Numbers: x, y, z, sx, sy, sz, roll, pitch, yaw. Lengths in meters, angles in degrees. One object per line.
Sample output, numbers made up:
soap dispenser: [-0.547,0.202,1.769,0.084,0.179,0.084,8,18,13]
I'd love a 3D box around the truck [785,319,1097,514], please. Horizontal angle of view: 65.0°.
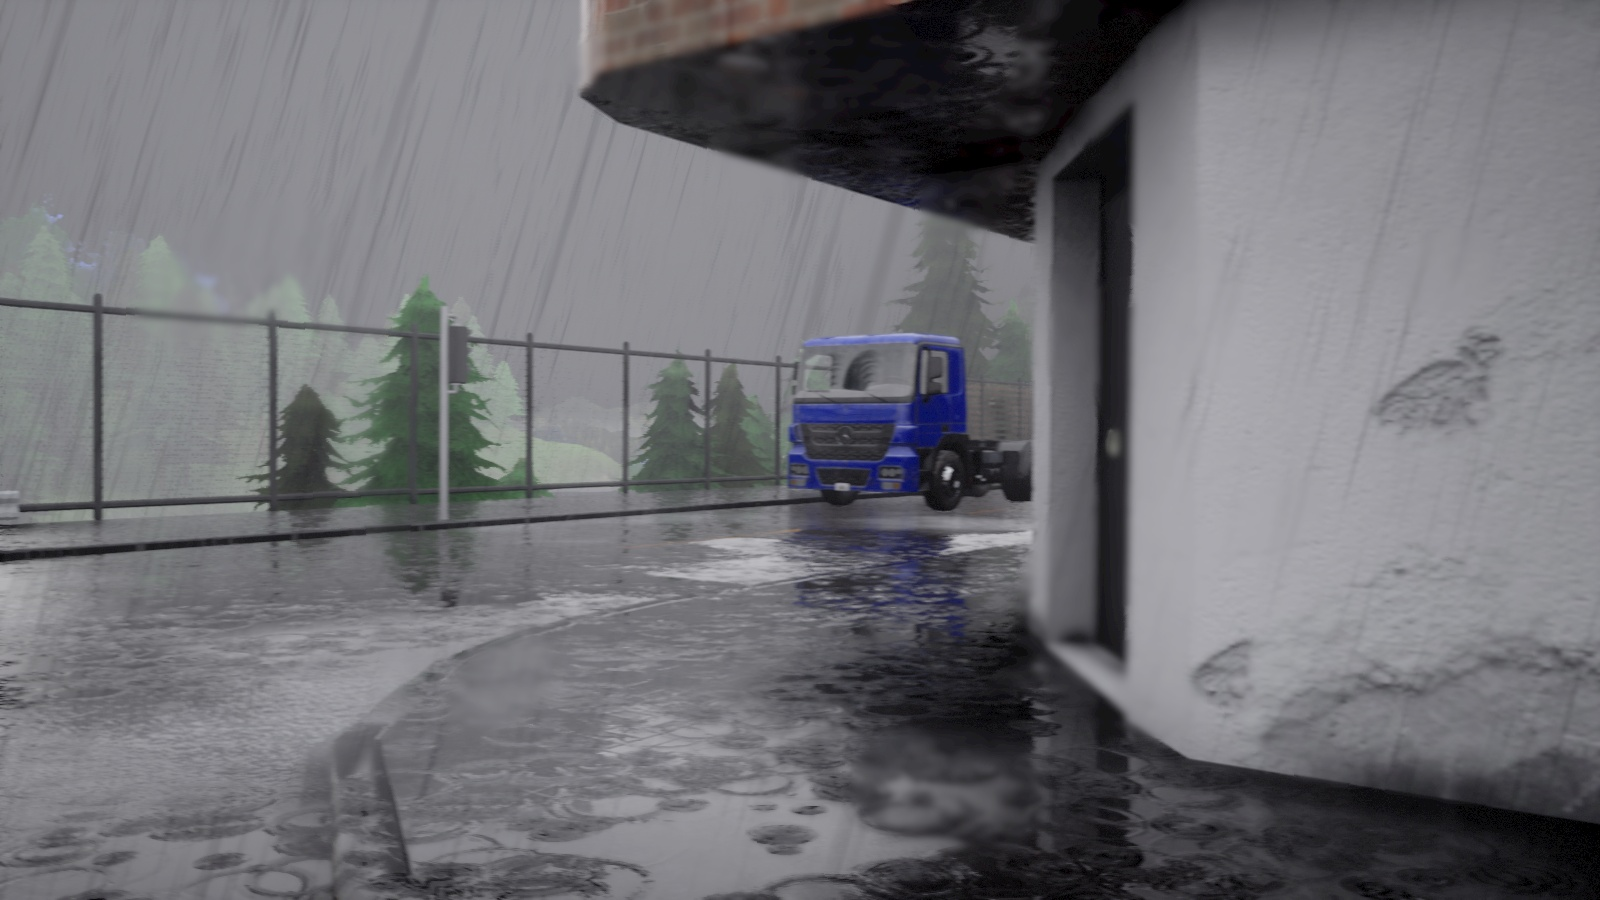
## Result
truck: [3.260,-0.670,26.401,2.891,3.462,7.936,0,1,37]
